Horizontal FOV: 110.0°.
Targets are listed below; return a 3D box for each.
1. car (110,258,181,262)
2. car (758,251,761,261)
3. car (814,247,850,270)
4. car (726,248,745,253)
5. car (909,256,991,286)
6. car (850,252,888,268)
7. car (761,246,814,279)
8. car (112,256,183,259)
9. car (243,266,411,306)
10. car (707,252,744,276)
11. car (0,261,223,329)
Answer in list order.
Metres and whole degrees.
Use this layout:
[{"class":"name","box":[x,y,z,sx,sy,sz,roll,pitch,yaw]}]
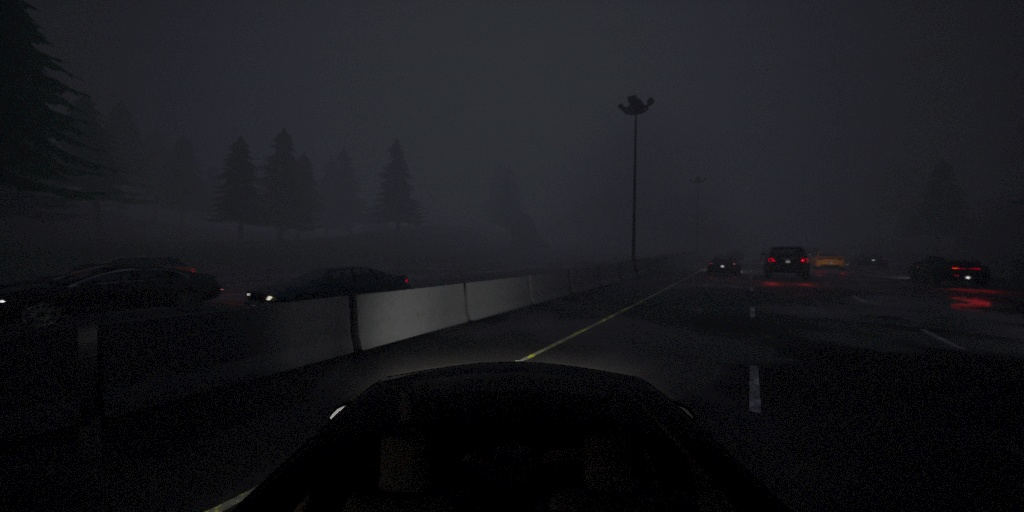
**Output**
[{"class":"car","box":[-14.710,1.012,12.716,2.128,1.511,4.902,1,1,34]},{"class":"car","box":[31.825,-0.240,44.447,2.128,1.511,4.902,1,3,34]},{"class":"car","box":[26.947,0.313,30.785,1.882,1.535,5.008,1,3,33]},{"class":"car","box":[28.496,-0.262,45.760,1.882,1.535,5.008,1,2,34]},{"class":"car","box":[23.711,0.732,19.591,1.837,1.490,4.892,1,2,34]},{"class":"car","box":[32.492,0.273,32.805,1.994,1.385,4.181,1,2,34]},{"class":"car","box":[18.142,0.356,23.851,2.150,2.045,5.566,1,2,34]},{"class":"car","box":[-16.906,0.810,15.733,2.097,1.767,4.553,1,1,34]},{"class":"car","box":[-6.209,1.062,12.865,2.033,1.411,5.357,1,2,34]},{"class":"car","box":[15.712,0.631,26.525,1.994,1.385,4.181,1,2,34]},{"class":"car","box":[-11.805,1.053,10.763,2.128,1.511,4.902,1,1,34]}]
